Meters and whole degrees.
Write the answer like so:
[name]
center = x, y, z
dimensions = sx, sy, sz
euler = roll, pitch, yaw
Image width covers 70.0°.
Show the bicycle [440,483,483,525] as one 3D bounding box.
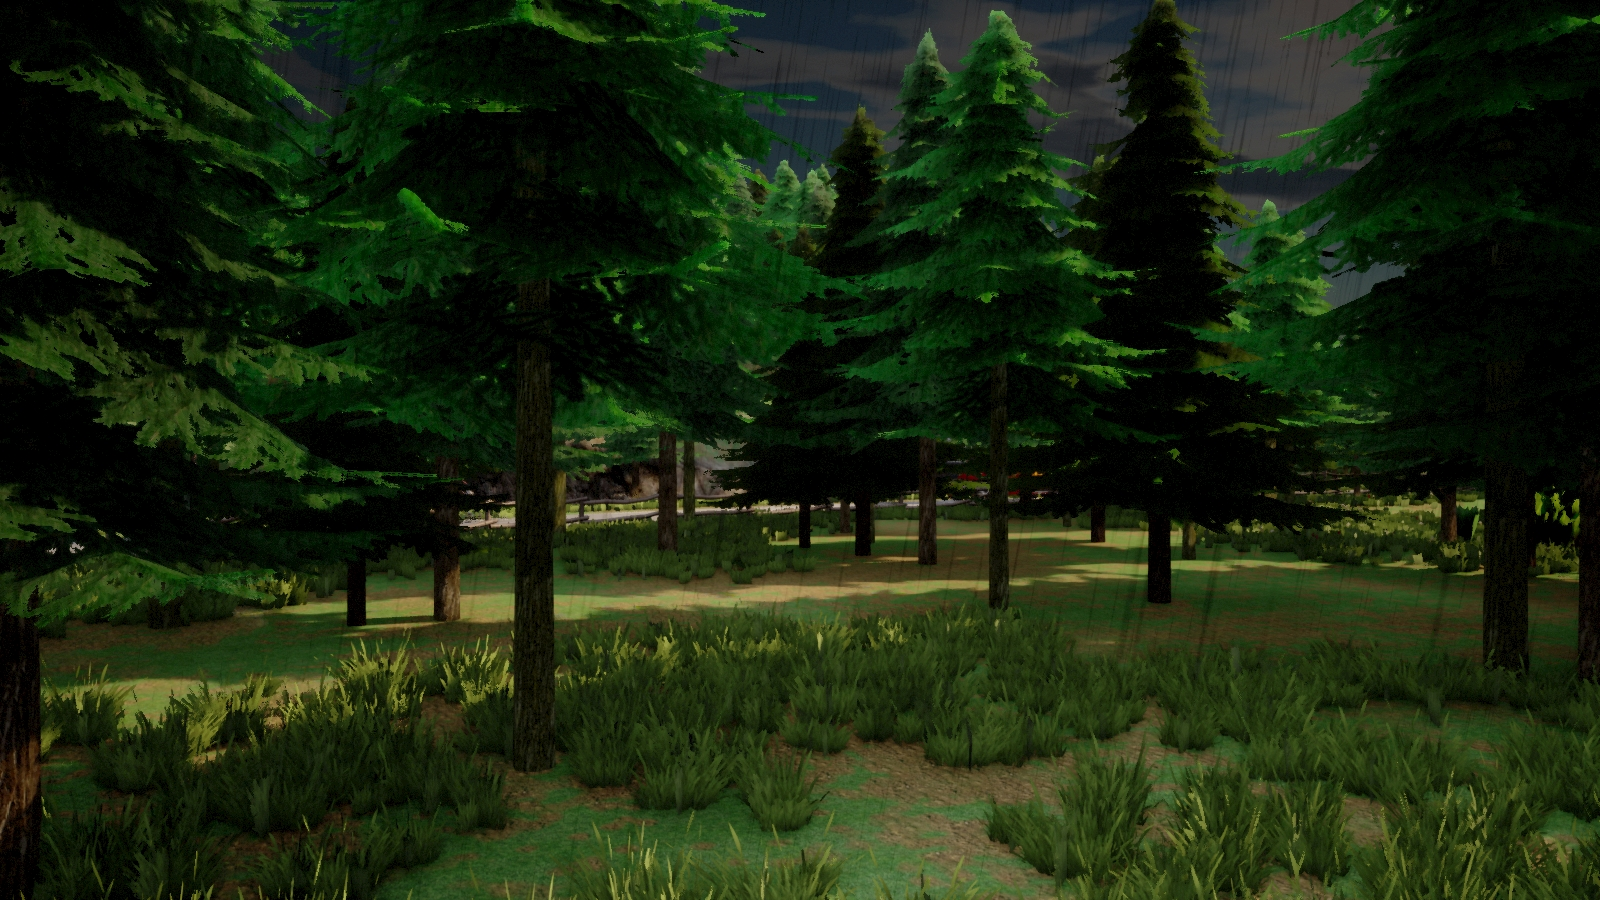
[bicycle]
center = -12.929, 2.056, 43.685
dimensions = 0.373, 1.496, 1.643
euler = 1, 1, 43
